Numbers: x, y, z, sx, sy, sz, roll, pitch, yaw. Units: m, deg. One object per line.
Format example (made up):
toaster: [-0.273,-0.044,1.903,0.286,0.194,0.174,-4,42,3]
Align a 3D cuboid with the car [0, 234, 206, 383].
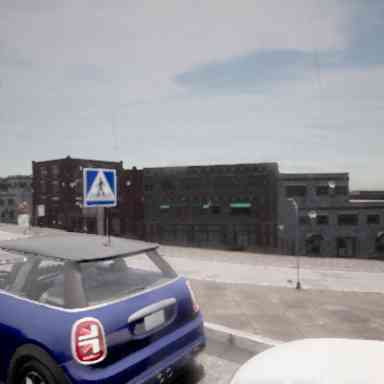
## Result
car: [-2.122,1.403,4.788,4.553,1.767,2.185,-1,0,36]
